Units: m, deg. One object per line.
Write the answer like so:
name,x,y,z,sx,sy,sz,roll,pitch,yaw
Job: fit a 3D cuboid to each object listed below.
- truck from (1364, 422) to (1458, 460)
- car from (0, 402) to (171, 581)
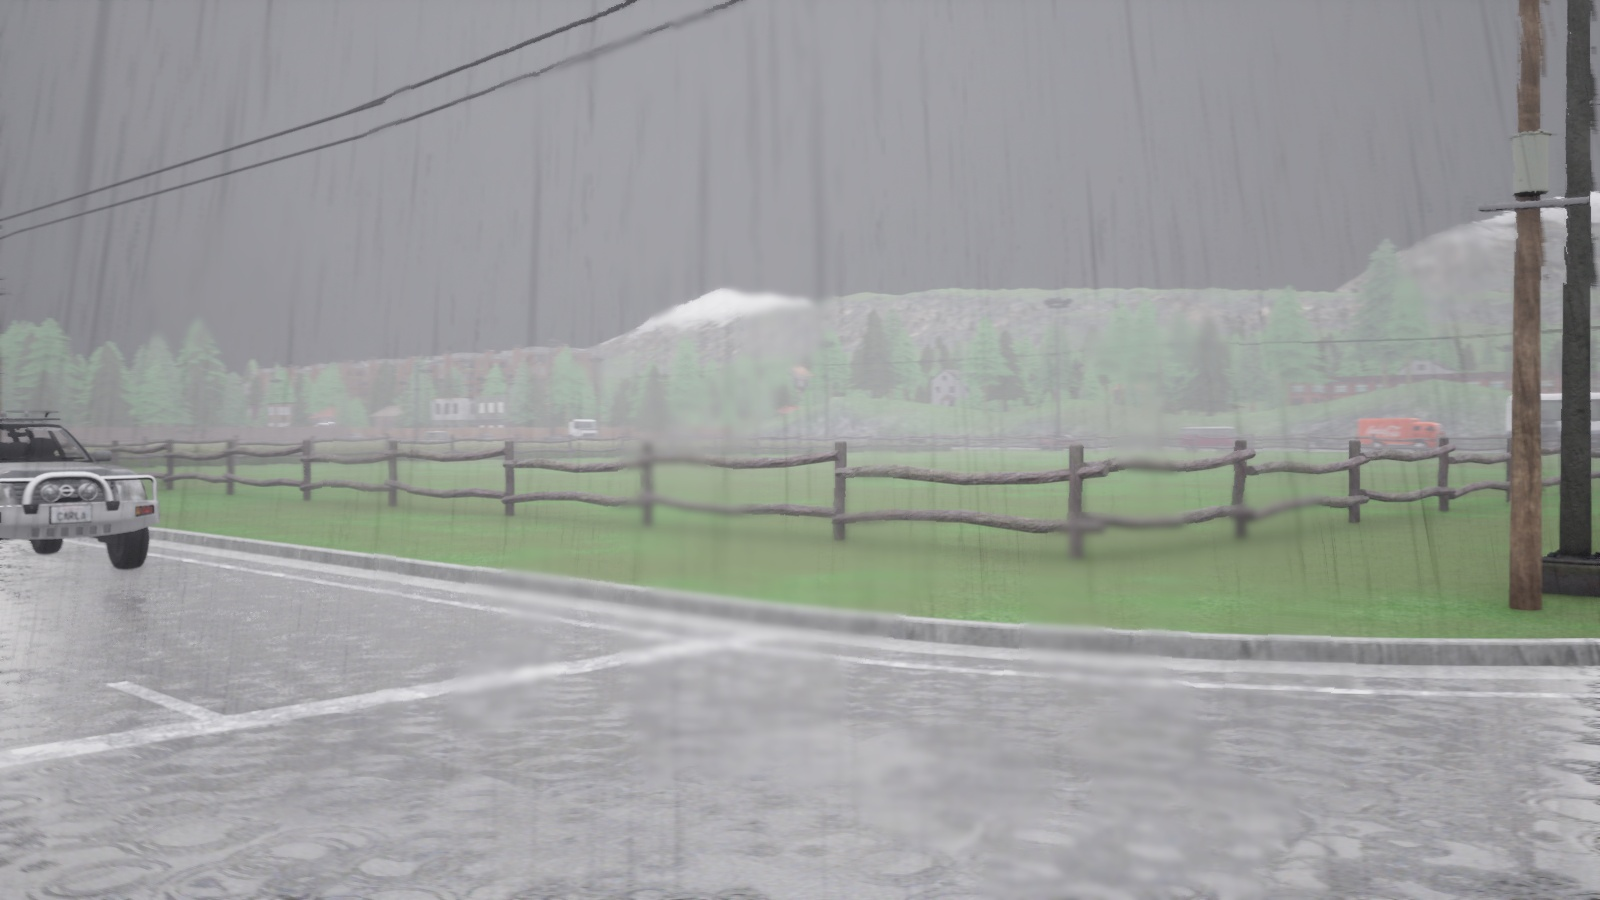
truck,41.555,-0.624,85.457,5.204,2.467,2.627,1,1,42
car,-9.468,0.398,15.077,4.605,1.855,1.932,1,1,43
